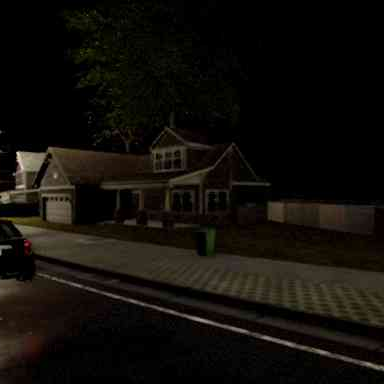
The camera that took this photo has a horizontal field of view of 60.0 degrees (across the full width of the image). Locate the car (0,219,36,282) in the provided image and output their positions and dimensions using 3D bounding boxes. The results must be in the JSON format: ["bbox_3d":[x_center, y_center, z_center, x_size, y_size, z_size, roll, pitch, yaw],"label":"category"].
[{"bbox_3d":[-6.208,1.461,9.044,4.553,1.767,2.097,-1,0,39],"label":"car"}]
